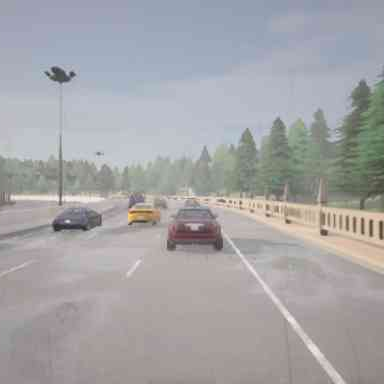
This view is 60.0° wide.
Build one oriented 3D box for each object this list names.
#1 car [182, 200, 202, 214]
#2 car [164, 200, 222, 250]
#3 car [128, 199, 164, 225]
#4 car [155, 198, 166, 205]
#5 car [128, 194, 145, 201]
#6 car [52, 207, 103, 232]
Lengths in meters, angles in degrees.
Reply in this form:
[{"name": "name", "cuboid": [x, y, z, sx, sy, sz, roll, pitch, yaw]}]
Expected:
[{"name": "car", "cuboid": [-0.079, 1.642, 38.167, 2.033, 1.411, 5.357, 0, 0, -3]}, {"name": "car", "cuboid": [0.106, 1.388, 14.634, 2.097, 1.767, 4.553, 0, 0, 0]}, {"name": "car", "cuboid": [-3.392, 1.537, 24.418, 1.882, 1.535, 5.008, 0, 0, 0]}, {"name": "car", "cuboid": [-4.855, 1.612, 49.023, 2.128, 1.511, 4.902, 0, 0, -10]}, {"name": "car", "cuboid": [-7.872, 1.337, 47.046, 2.150, 2.045, 5.566, 1, 0, -9]}, {"name": "car", "cuboid": [-6.891, 1.613, 20.461, 1.994, 1.385, 4.181, 0, 0, 0]}]
